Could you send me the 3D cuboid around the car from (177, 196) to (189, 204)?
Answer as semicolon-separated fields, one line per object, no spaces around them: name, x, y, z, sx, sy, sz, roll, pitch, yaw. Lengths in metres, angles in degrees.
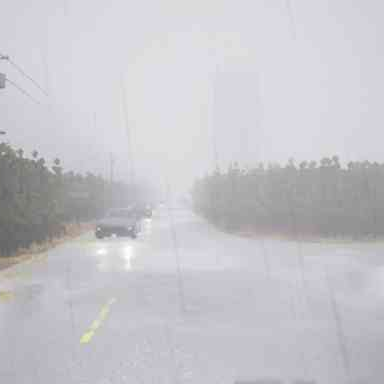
car;-1.795;1.531;65.776;1.812;1.442;4.674;0;0;4

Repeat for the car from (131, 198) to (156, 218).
car;-4.664;1.354;30.106;2.097;1.767;4.553;0;0;-5

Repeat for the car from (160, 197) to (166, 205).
car;-5.626;1.570;58.145;1.994;1.385;4.181;0;0;3

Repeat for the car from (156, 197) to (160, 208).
car;-5.541;1.567;42.112;1.994;1.385;4.181;0;0;-2

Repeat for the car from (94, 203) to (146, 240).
car;-3.697;1.549;17.394;2.033;1.411;5.357;0;0;-5
